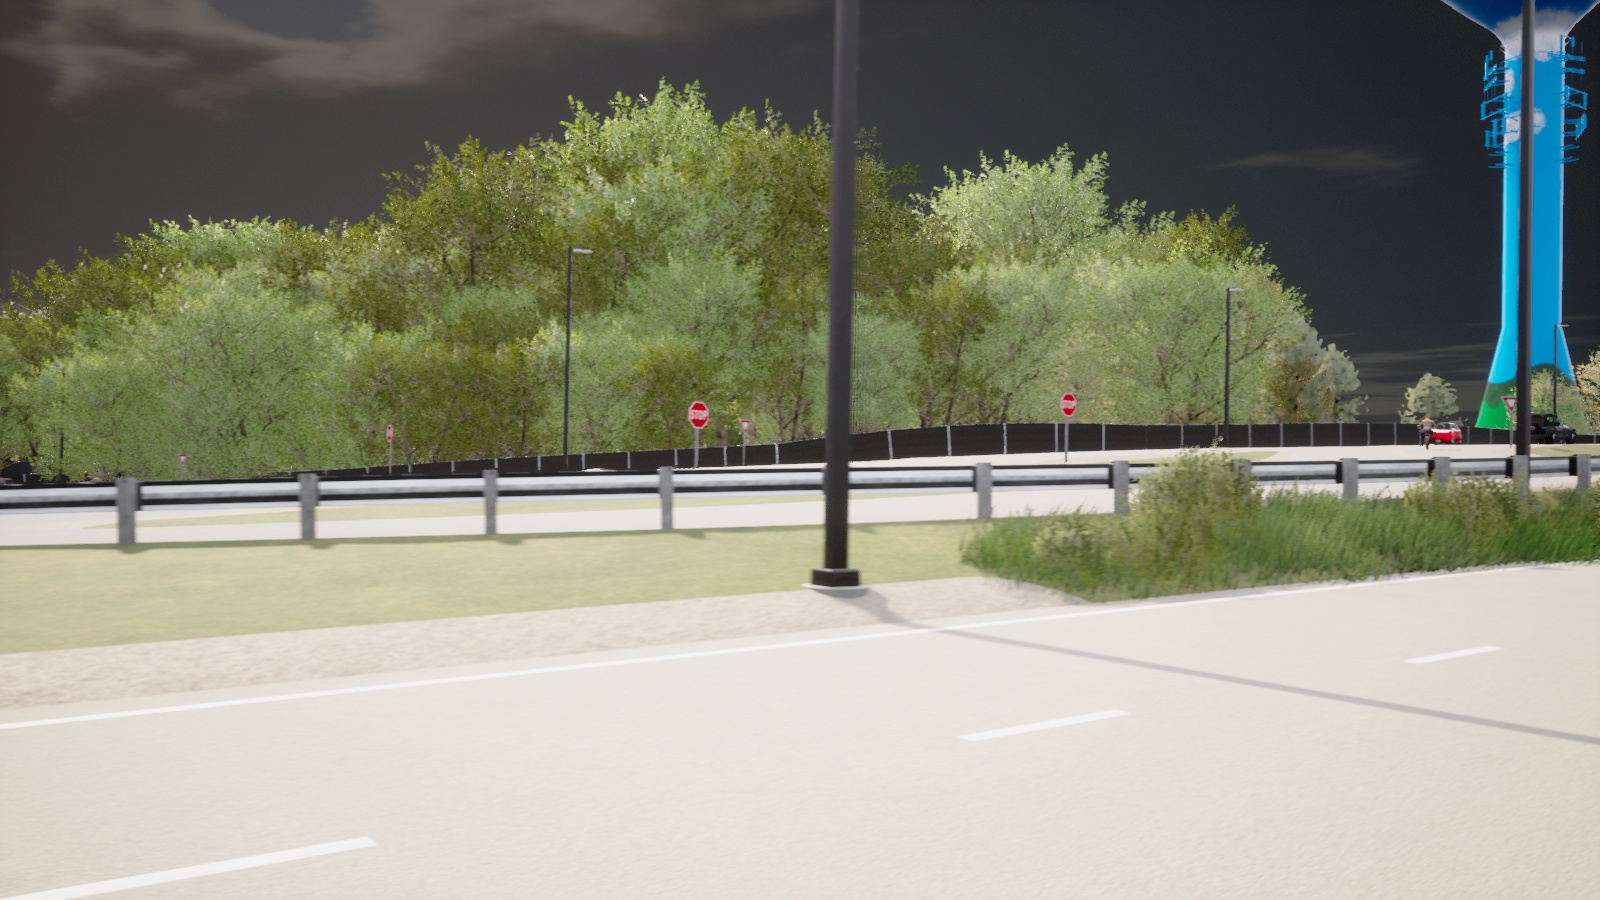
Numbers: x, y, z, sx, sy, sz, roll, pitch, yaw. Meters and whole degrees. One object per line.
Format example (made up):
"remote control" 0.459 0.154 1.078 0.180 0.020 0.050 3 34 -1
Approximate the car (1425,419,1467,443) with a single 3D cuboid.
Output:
"car" 38.602 -1.116 75.026 2.207 1.376 1.481 -1 0 -38

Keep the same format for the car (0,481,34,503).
"car" -49.371 2.577 77.396 1.895 1.301 4.718 0 -1 -6

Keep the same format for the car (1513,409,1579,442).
"car" 44.692 -1.447 75.193 3.866 1.878 1.905 -1 0 -34
